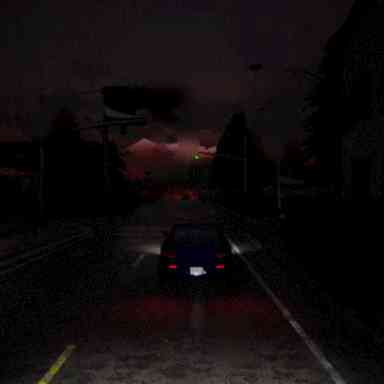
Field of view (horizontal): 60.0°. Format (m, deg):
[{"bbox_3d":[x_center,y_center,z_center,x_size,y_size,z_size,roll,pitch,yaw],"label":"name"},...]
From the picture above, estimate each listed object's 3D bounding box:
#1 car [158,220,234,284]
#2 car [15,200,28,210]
[{"bbox_3d":[0.099,1.531,9.482,1.812,1.442,4.674,0,0,0],"label":"car"},{"bbox_3d":[-22.175,1.699,46.427,4.611,1.667,2.242,0,0,0],"label":"car"}]
